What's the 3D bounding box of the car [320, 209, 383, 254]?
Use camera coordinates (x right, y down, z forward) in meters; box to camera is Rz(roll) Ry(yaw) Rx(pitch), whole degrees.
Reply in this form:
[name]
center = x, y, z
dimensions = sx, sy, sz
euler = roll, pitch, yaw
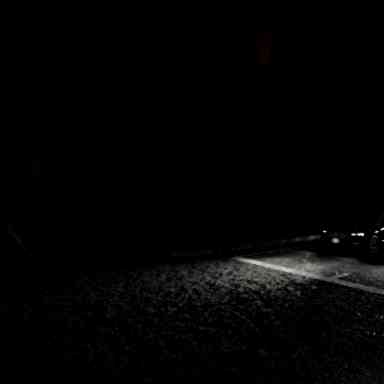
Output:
[car]
center = 7.069, 1.459, 13.334
dimensions = 4.902, 1.511, 2.128
euler = 0, 0, -37
